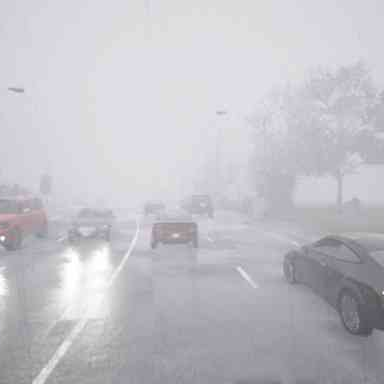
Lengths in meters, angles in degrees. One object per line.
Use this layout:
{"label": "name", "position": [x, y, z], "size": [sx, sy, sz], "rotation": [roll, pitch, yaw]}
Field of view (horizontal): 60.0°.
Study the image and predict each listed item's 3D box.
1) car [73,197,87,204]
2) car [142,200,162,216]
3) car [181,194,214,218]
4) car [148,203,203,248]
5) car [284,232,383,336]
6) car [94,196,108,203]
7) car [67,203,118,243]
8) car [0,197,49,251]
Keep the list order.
{"label": "car", "position": [-18.591, 1.584, 55.023], "size": [1.994, 1.385, 4.181], "rotation": [0, 0, -22]}
{"label": "car", "position": [-3.803, 1.487, 32.468], "size": [1.882, 1.535, 5.008], "rotation": [0, 0, -13]}
{"label": "car", "position": [0.360, 1.226, 29.903], "size": [2.150, 2.045, 5.566], "rotation": [0, 0, -12]}
{"label": "car", "position": [-0.853, 1.481, 14.946], "size": [1.882, 1.535, 5.008], "rotation": [0, 0, -6]}
{"label": "car", "position": [3.316, 1.519, 6.558], "size": [1.812, 1.442, 4.674], "rotation": [0, 0, -3]}
{"label": "car", "position": [-15.825, 1.527, 57.533], "size": [1.837, 1.490, 4.892], "rotation": [0, 0, -23]}
{"label": "car", "position": [-4.743, 1.501, 16.413], "size": [2.128, 1.511, 4.902], "rotation": [0, 0, -7]}
{"label": "car", "position": [-8.002, 1.237, 14.405], "size": [2.150, 2.045, 5.566], "rotation": [0, 0, -6]}
